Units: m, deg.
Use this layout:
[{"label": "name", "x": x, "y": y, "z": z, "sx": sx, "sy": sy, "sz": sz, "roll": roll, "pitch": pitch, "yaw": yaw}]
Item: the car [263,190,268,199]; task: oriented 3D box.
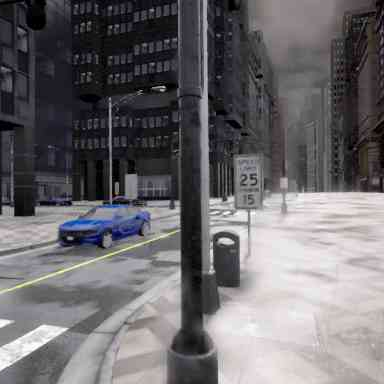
[{"label": "car", "x": 11.471, "y": 0.610, "z": 57.648, "sx": 1.994, "sy": 1.385, "sz": 4.181, "roll": -1, "pitch": 1, "yaw": 19}]

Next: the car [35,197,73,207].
[{"label": "car", "x": -16.672, "y": 1.236, "z": 39.763, "sx": 4.718, "sy": 1.301, "sz": 1.895, "roll": -1, "pitch": 0, "yaw": 19}]

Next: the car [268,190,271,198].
[{"label": "car", "x": 15.093, "y": 0.411, "z": 68.016, "sx": 2.128, "sy": 1.511, "sz": 4.902, "roll": -1, "pitch": 1, "yaw": 19}]

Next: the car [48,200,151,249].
[{"label": "car", "x": -3.459, "y": 1.307, "z": 13.981, "sx": 1.882, "sy": 1.535, "sz": 5.008, "roll": -1, "pitch": 1, "yaw": 19}]

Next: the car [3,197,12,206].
[{"label": "car", "x": -27.449, "y": 1.318, "z": 46.832, "sx": 4.181, "sy": 1.385, "sz": 1.994, "roll": -1, "pitch": 0, "yaw": 20}]

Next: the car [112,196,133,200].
[{"label": "car", "x": -7.273, "y": 1.145, "z": 36.526, "sx": 4.718, "sy": 1.301, "sz": 1.895, "roll": -1, "pitch": 0, "yaw": 19}]
